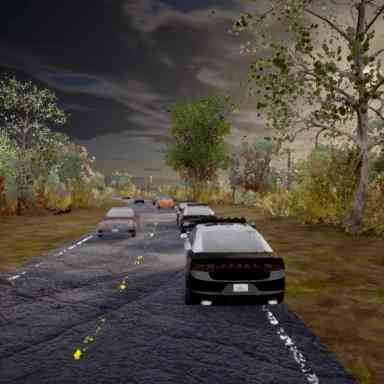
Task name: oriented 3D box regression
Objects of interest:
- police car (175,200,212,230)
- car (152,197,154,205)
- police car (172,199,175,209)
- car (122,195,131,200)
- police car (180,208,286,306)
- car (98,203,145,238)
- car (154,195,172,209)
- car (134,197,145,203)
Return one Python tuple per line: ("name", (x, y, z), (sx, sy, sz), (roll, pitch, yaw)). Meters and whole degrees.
("police car", (0.241, 1.424, 18.310), (1.930, 1.638, 5.238), (0, 0, -4))
("car", (-5.860, 1.346, 57.952), (2.097, 1.767, 4.553), (0, 0, -12))
("police car", (-0.221, 1.423, 24.340), (1.930, 1.638, 5.238), (0, 0, -5))
("car", (-18.255, 1.592, 92.612), (1.895, 1.301, 4.718), (0, 0, -18))
("police car", (0.745, 1.425, 8.244), (1.930, 1.638, 5.238), (0, 0, -2))
("car", (-3.720, 1.525, 17.757), (1.812, 1.442, 4.674), (0, 0, -4))
("car", (-3.686, 1.348, 45.655), (2.097, 1.767, 4.553), (0, 0, -9))
("car", (-9.522, 1.596, 60.066), (1.895, 1.301, 4.718), (0, 0, -12))
